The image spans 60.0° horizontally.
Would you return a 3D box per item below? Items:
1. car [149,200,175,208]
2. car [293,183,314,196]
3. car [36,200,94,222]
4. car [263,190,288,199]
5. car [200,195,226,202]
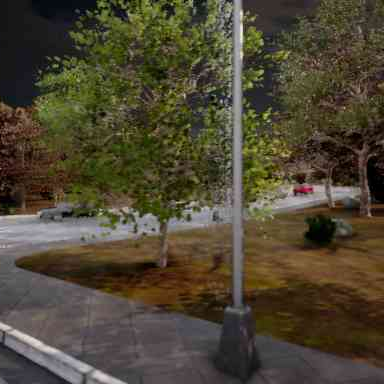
[{"bbox_3d":[-3.425,1.287,33.738,1.994,1.385,4.181,0,2,38],"label":"car"},{"bbox_3d":[18.987,-0.513,56.677,2.150,2.045,5.566,0,3,36],"label":"car"},{"bbox_3d":[-9.564,1.430,25.911,2.128,1.511,4.902,0,1,38],"label":"car"},{"bbox_3d":[11.869,0.395,47.225,2.033,1.411,5.357,0,3,38],"label":"car"},{"bbox_3d":[3.094,0.535,42.013,2.150,2.045,5.566,0,3,39],"label":"car"}]
